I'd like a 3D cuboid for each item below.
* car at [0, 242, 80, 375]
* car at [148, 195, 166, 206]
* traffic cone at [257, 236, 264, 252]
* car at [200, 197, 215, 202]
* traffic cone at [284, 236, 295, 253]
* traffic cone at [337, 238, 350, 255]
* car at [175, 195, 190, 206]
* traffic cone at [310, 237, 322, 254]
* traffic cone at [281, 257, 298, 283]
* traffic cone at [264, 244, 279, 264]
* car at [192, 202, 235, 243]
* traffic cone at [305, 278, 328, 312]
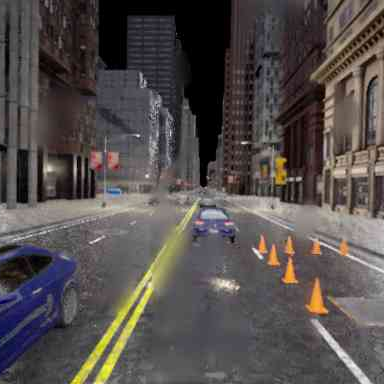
[{"bbox_3d":[-2.879,1.435,4.060,1.812,1.442,4.674,1,0,2],"label":"car"},{"bbox_3d":[-4.633,1.100,45.088,2.033,1.411,5.357,1,0,2],"label":"car"},{"bbox_3d":[2.622,1.923,12.411,0.340,0.580,0.340,1,0,2],"label":"traffic cone"},{"bbox_3d":[1.852,1.300,39.818,1.994,1.385,4.181,1,1,2],"label":"car"},{"bbox_3d":[3.621,1.945,12.374,0.340,0.580,0.340,1,0,2],"label":"traffic cone"},{"bbox_3d":[5.619,1.989,12.302,0.340,0.580,0.340,1,0,2],"label":"traffic cone"},{"bbox_3d":[-1.301,1.132,47.154,1.812,1.442,4.674,1,0,2],"label":"car"},{"bbox_3d":[4.620,1.967,12.339,0.340,0.580,0.340,1,0,2],"label":"traffic cone"},{"bbox_3d":[2.477,1.950,8.413,0.340,0.580,0.340,1,0,2],"label":"traffic cone"},{"bbox_3d":[2.550,1.937,10.412,0.340,0.580,0.340,1,0,2],"label":"traffic cone"},{"bbox_3d":[0.980,1.433,15.680,1.812,1.442,4.674,1,0,2],"label":"car"},{"bbox_3d":[2.405,1.963,6.415,0.340,0.580,0.340,1,0,2],"label":"traffic cone"}]
